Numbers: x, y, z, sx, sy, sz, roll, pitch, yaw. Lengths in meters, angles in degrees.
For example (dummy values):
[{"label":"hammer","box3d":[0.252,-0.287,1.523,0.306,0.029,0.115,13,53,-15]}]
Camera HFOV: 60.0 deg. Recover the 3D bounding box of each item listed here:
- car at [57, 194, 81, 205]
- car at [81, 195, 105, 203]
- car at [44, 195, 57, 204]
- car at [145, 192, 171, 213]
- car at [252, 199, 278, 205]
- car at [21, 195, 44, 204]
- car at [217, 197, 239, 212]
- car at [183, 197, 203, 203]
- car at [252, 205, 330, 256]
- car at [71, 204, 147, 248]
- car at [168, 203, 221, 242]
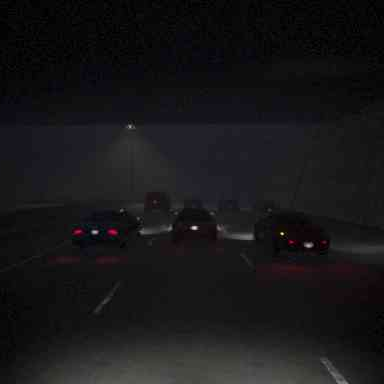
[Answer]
[{"label":"car","box3d":[-17.534,1.250,48.655,1.895,1.301,4.718,0,0,0]},{"label":"car","box3d":[-14.035,1.140,48.580,2.128,1.511,4.902,0,1,0]},{"label":"car","box3d":[-21.007,1.125,52.587,1.837,1.490,4.892,0,1,1]},{"label":"car","box3d":[-3.374,0.982,33.225,2.150,2.045,5.566,0,0,0]},{"label":"car","box3d":[7.124,1.366,32.632,1.895,1.301,4.718,0,0,0]},{"label":"car","box3d":[-24.501,1.172,51.946,2.033,1.411,5.357,0,0,1]},{"label":"car","box3d":[3.627,1.245,34.186,2.128,1.511,4.902,0,0,0]},{"label":"car","box3d":[0.127,1.245,34.189,2.128,1.511,4.902,0,0,0]},{"label":"car","box3d":[3.592,1.435,12.561,1.812,1.442,4.674,0,0,0]},{"label":"car","box3d":[-3.396,1.445,14.141,2.033,1.411,5.357,0,0,0]},{"label":"car","box3d":[0.104,1.450,15.782,1.994,1.385,4.181,0,0,0]}]
